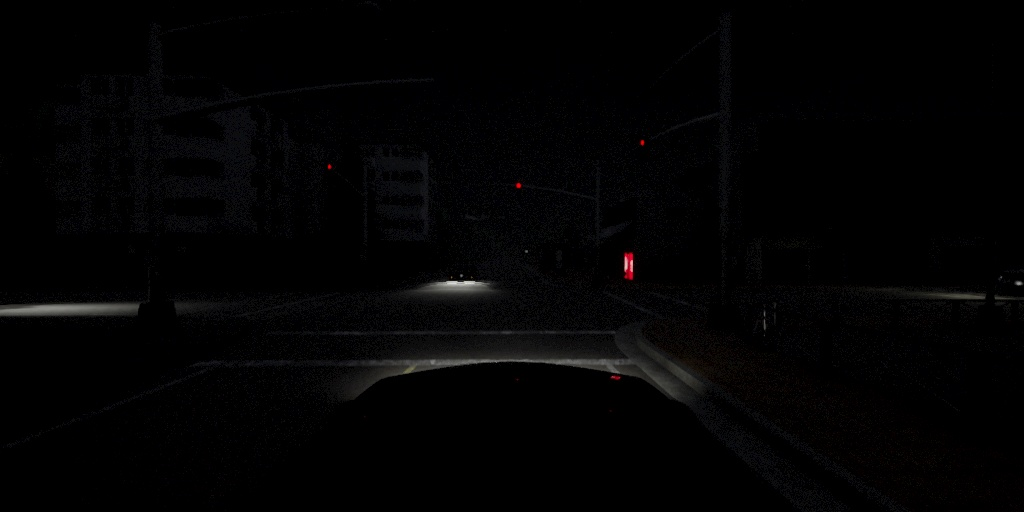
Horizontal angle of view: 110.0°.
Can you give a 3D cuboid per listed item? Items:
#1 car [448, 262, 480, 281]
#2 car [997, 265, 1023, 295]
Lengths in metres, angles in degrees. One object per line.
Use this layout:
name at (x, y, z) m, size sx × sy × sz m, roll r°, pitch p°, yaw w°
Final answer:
car at (-3.563, 1.169, 27.294) m, size 1.994 × 1.385 × 4.181 m, roll 0°, pitch 1°, yaw 0°
car at (28.421, 1.025, 18.157) m, size 5.566 × 2.045 × 2.150 m, roll 0°, pitch 0°, yaw 0°
